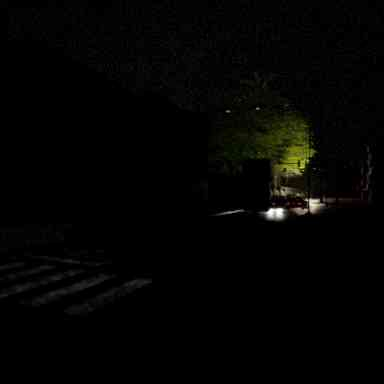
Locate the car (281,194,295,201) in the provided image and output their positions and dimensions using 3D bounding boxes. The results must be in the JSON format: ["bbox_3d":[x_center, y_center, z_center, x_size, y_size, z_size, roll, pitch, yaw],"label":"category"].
[{"bbox_3d":[19.346,1.089,67.067,2.008,1.369,4.403,2,1,24],"label":"car"}]

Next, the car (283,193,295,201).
[{"bbox_3d":[20.140,1.056,68.875,1.752,1.417,4.829,2,1,24],"label":"car"}]

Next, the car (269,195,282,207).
[{"bbox_3d":[10.854,1.164,42.175,2.128,1.511,4.902,1,1,25],"label":"car"}]

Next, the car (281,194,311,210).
[{"bbox_3d":[12.050,1.262,38.179,2.033,1.411,5.357,1,1,25],"label":"car"}]

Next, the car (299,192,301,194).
[{"bbox_3d":[22.319,1.064,73.554,2.008,1.369,4.403,2,1,24],"label":"car"}]

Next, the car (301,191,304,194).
[{"bbox_3d":[24.571,1.062,78.517,1.947,1.339,4.313,2,1,24],"label":"car"}]

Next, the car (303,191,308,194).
[{"bbox_3d":[29.074,1.051,88.444,1.802,1.307,4.206,2,1,24],"label":"car"}]
